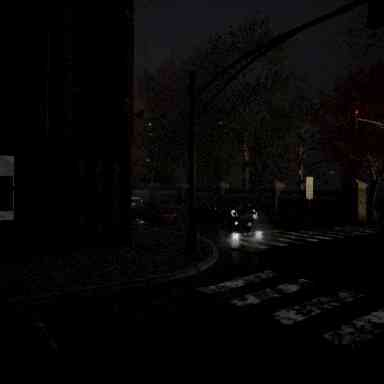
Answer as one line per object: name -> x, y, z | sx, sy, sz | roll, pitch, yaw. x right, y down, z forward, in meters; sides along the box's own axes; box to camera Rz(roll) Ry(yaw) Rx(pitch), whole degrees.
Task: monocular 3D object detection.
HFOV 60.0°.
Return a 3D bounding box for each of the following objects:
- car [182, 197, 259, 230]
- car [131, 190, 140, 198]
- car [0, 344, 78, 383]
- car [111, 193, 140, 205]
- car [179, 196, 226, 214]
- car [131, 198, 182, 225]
car -> 1.762, 1.104, 19.455 | 2.097, 1.767, 4.553 | 0, 1, -36
car -> -6.492, 0.717, 30.804 | 2.150, 2.045, 5.566 | 0, 2, -36
car -> -2.948, 1.548, 0.957 | 5.357, 1.411, 2.033 | 0, 0, -32
car -> -8.815, 0.864, 43.852 | 2.008, 1.369, 4.403 | 1, 0, -36
car -> 0.859, 1.130, 30.558 | 1.752, 1.417, 4.829 | 1, 0, -36
car -> -2.563, 1.257, 21.018 | 1.802, 1.307, 4.206 | 2, 0, -36
